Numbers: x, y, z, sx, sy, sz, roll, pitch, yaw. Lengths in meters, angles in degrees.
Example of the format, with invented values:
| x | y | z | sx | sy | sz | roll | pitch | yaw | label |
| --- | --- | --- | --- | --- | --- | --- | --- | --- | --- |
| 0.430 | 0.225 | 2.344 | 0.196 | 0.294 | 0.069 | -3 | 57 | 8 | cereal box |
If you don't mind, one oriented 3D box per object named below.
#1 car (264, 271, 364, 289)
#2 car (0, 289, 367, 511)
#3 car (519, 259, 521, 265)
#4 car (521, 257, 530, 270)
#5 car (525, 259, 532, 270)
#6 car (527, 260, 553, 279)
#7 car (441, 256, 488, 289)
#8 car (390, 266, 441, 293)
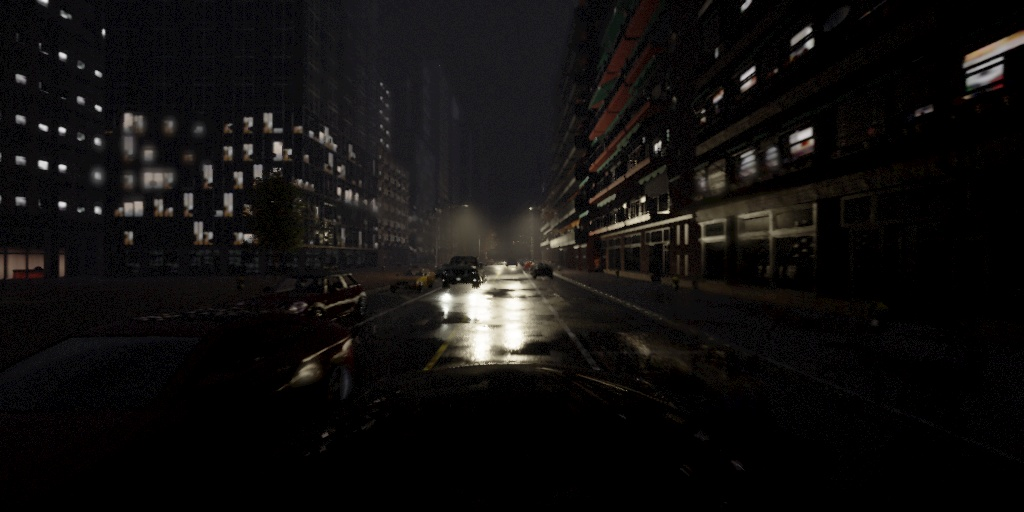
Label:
| x | y | z | sx | sy | sz | roll | pitch | yaw | label |
| --- | --- | --- | --- | --- | --- | --- | --- | --- | --- |
| -5.687 | 1.192 | 10.013 | 1.967 | 1.591 | 4.097 | 0 | 0 | 0 | car |
| -3.089 | 1.276 | 3.233 | 1.812 | 1.442 | 4.674 | 0 | 0 | 0 | car |
| 2.724 | 1.384 | 65.335 | 1.802 | 1.307 | 4.207 | 0 | 0 | 0 | car |
| 2.718 | 1.226 | 54.269 | 1.967 | 1.591 | 4.097 | 0 | 0 | 0 | car |
| 2.709 | 1.321 | 37.672 | 2.007 | 1.370 | 4.403 | 0 | 0 | 0 | car |
| 2.706 | 1.316 | 32.139 | 2.007 | 1.370 | 4.403 | 0 | 0 | 0 | car |
| -3.046 | 0.983 | 23.371 | 2.150 | 2.045 | 5.566 | 0 | 0 | 1 | car |
| -5.680 | 1.283 | 20.909 | 1.751 | 1.417 | 4.829 | 0 | 0 | 0 | car |
